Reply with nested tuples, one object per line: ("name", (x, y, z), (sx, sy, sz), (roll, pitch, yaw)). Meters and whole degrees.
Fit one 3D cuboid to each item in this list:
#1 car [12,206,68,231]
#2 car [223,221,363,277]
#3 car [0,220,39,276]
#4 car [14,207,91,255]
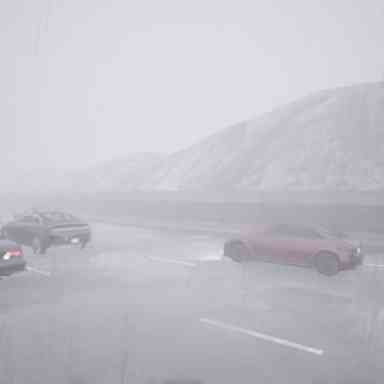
("car", (-10.197, 1.657, 22.133), (4.718, 1.301, 1.895), (0, 0, 45))
("car", (3.085, 1.607, 10.565), (4.181, 1.385, 1.994), (0, 0, 37))
("car", (-6.590, 1.567, 9.302), (5.357, 1.411, 2.033), (0, 0, 40))
("car", (-6.003, 1.526, 13.471), (4.902, 1.511, 2.128), (0, 0, 41))
